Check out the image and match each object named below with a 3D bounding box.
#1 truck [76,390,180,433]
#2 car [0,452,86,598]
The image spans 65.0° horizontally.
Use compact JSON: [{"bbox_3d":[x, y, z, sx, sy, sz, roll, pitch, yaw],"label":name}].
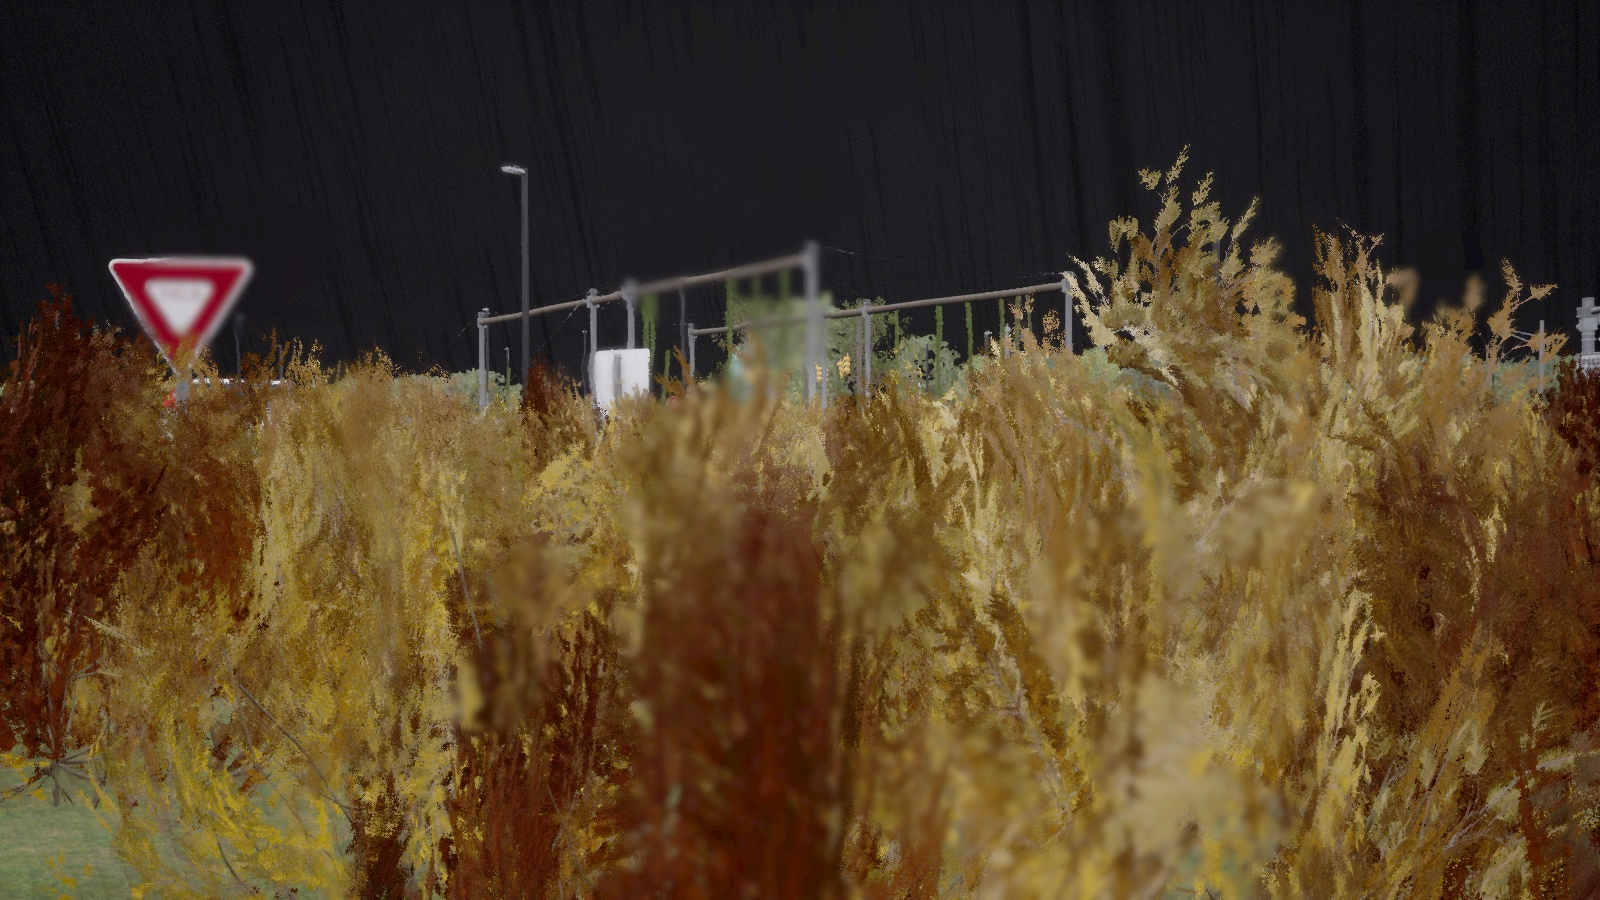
[{"bbox_3d":[-42.850,-2.431,80.225,5.204,2.467,2.627,3,0,-10],"label":"truck"},{"bbox_3d":[-10.417,0.754,13.385,4.674,1.442,1.812,0,2,6],"label":"car"}]
